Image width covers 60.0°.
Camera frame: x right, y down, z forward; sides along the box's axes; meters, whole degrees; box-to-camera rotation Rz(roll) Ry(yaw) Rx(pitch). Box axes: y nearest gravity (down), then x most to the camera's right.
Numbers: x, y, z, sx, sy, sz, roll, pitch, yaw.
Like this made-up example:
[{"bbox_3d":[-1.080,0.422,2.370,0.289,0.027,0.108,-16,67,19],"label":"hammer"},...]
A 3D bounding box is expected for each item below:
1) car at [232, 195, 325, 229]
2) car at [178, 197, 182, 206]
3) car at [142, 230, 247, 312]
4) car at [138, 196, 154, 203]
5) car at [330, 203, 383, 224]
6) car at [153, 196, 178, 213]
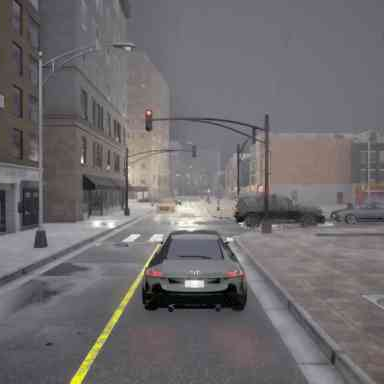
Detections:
[{"bbox_3d":[5.306,1.208,20.818,5.566,2.045,2.150,0,1,8],"label":"car"},{"bbox_3d":[-2.740,1.572,56.684,2.033,1.411,5.357,0,0,1],"label":"car"},{"bbox_3d":[0.057,1.564,7.781,1.994,1.385,4.181,0,0,0],"label":"car"},{"bbox_3d":[-8.935,1.596,69.961,4.674,1.442,1.812,0,0,9],"label":"car"},{"bbox_3d":[12.069,1.515,23.583,4.181,1.385,1.994,0,0,0],"label":"car"},{"bbox_3d":[-2.822,1.488,36.582,1.882,1.535,5.008,0,0,0],"label":"car"}]
